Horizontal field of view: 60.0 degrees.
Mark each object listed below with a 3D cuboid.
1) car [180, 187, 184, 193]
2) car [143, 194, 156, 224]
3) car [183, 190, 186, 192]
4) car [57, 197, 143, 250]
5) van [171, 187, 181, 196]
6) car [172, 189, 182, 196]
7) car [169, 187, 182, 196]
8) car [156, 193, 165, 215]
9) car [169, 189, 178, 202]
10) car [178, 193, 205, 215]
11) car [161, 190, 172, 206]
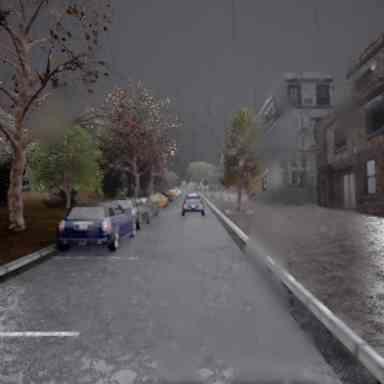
[{"bbox_3d":[-3.655,-0.012,69.334,2.435,2.045,5.566,0,1,2],"label":"car"},{"bbox_3d":[-3.656,1.082,19.147,2.185,1.767,4.553,0,1,2],"label":"car"},{"bbox_3d":[0.084,0.836,41.427,1.812,1.442,4.674,0,1,0],"label":"car"},{"bbox_3d":[-3.655,1.183,13.577,2.185,1.767,4.553,0,1,2],"label":"car"},{"bbox_3d":[-3.652,-0.098,74.992,1.878,1.987,4.442,0,1,2],"label":"van"},{"bbox_3d":[-3.649,0.015,80.634,1.946,1.575,5.366,0,1,2],"label":"car"},{"bbox_3d":[-3.655,0.351,63.736,2.097,1.535,5.008,0,1,2],"label":"car"},{"bbox_3d":[-3.654,1.106,24.745,2.231,1.521,4.892,0,1,2],"label":"car"},{"bbox_3d":[-3.654,0.711,47.061,2.163,1.488,4.792,0,1,2],"label":"car"},{"bbox_3d":[0.101,1.114,27.872,2.033,1.411,5.357,0,1,0],"label":"car"},{"bbox_3d":[-3.647,0.890,36.077,1.946,1.575,5.366,0,1,2],"label":"car"}]
